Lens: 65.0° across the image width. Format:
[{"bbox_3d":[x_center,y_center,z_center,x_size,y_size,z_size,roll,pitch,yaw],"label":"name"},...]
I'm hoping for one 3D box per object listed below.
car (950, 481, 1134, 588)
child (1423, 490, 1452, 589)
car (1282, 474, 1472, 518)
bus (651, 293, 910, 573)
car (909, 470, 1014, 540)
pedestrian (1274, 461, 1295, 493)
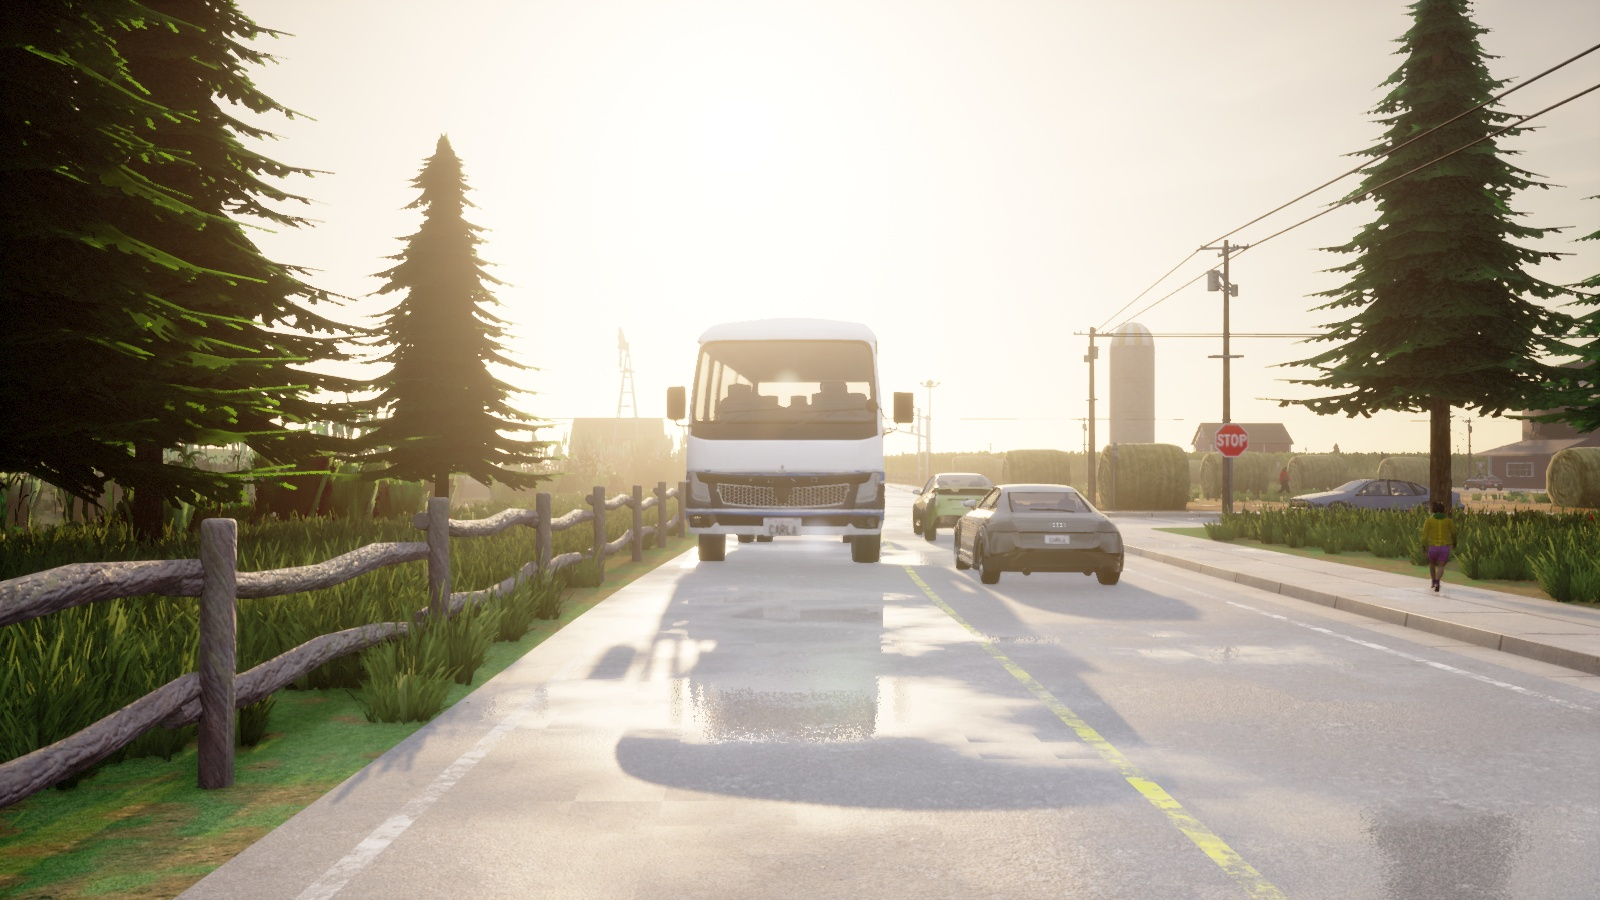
[{"bbox_3d":[3.476,1.172,18.828,1.994,1.385,4.181,0,-1,1],"label":"car"},{"bbox_3d":[7.666,1.069,15.105,0.299,1.160,0.473,-1,-1,27],"label":"child"},{"bbox_3d":[19.042,1.509,41.586,5.357,1.411,2.033,0,-1,-1],"label":"car"},{"bbox_3d":[-0.003,-0.163,24.325,3.944,4.253,10.273,0,-1,3],"label":"bus"},{"bbox_3d":[3.729,1.236,29.714,2.007,1.525,4.514,0,-1,1],"label":"car"},{"bbox_3d":[27.779,1.561,71.989,0.634,1.844,0.899,1,-1,-41],"label":"pedestrian"}]
